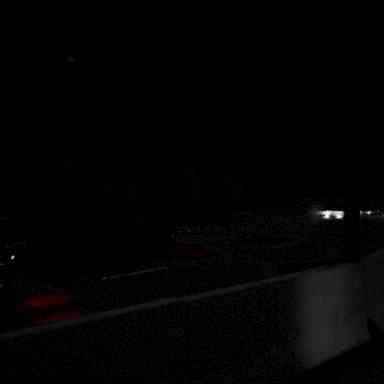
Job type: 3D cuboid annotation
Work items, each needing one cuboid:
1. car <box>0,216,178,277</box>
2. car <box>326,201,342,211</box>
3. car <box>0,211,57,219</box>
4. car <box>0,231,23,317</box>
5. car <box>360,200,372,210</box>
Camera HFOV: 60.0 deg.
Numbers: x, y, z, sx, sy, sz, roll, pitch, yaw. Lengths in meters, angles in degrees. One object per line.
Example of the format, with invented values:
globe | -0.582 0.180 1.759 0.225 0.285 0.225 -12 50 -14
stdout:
car | -3.037 1.580 10.636 5.357 1.411 2.033 0 0 -38
car | 19.121 1.825 44.645 1.895 1.301 4.718 0 -1 24
car | -6.457 1.519 12.460 5.008 1.535 1.882 0 0 -38
car | -5.448 1.566 4.482 5.357 1.411 2.033 0 0 -35
car | 23.354 1.785 45.662 1.994 1.385 4.181 0 -1 23
